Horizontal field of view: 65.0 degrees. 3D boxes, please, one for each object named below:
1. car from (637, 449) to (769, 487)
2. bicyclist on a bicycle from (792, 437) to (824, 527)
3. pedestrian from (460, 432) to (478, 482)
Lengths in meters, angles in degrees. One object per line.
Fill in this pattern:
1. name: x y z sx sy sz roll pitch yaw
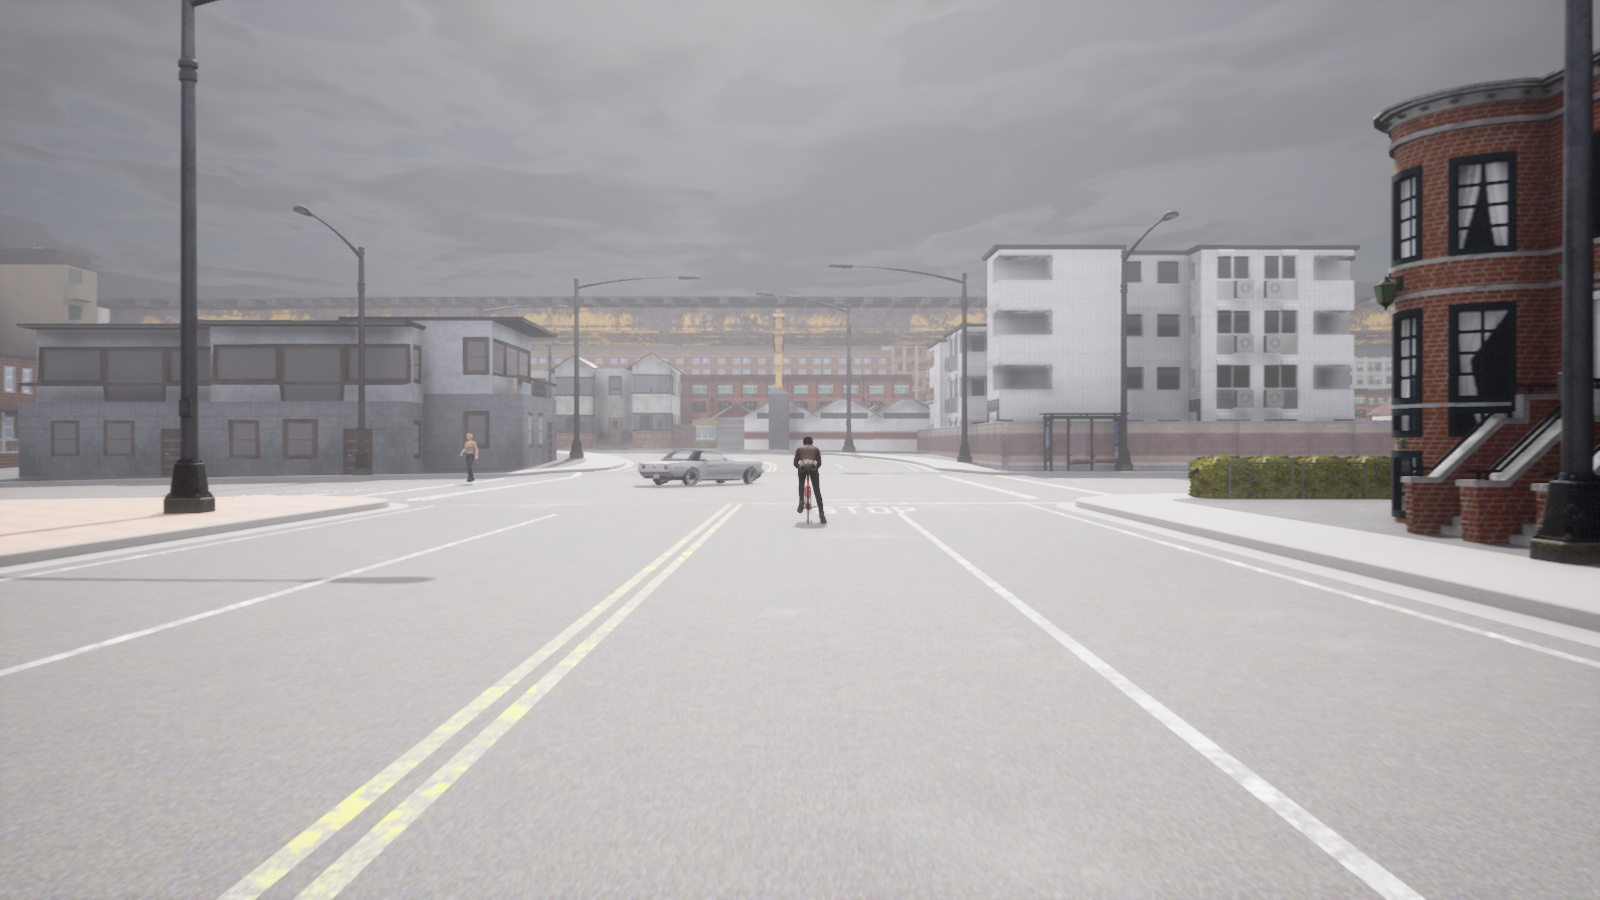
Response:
1. car: -3.476 0.620 45.601 1.895 1.301 4.718 0 0 43
2. bicyclist on a bicycle: 0.149 0.568 23.314 0.582 1.620 1.656 0 0 0
3. pedestrian: -12.286 0.261 46.661 0.345 1.836 0.594 0 0 25
